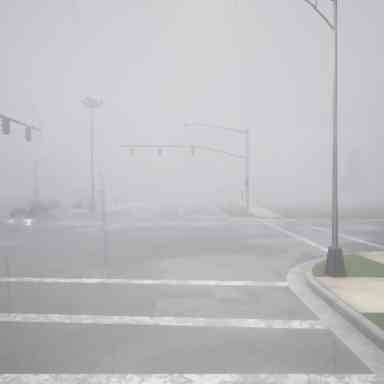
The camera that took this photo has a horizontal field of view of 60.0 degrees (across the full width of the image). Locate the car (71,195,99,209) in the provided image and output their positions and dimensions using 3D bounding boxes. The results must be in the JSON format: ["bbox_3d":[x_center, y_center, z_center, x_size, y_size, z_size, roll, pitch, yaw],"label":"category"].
[{"bbox_3d":[-14.512,1.353,44.687,2.097,1.767,4.553,0,0,1],"label":"car"}]

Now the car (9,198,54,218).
[{"bbox_3d":[-14.731,1.525,30.415,1.812,1.442,4.674,0,0,1],"label":"car"}]

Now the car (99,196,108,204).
[{"bbox_3d":[-17.639,1.548,63.713,2.033,1.411,5.357,0,0,1],"label":"car"}]

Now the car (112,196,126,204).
[{"bbox_3d":[-14.115,1.524,64.642,1.837,1.490,4.892,0,0,1],"label":"car"}]

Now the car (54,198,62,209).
[{"bbox_3d":[-18.046,1.525,42.116,1.812,1.442,4.674,0,0,1],"label":"car"}]
